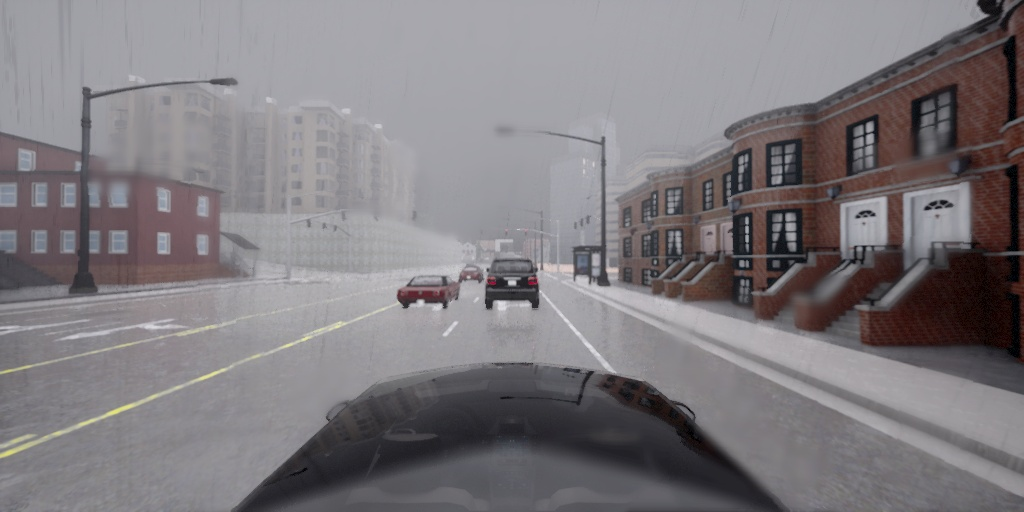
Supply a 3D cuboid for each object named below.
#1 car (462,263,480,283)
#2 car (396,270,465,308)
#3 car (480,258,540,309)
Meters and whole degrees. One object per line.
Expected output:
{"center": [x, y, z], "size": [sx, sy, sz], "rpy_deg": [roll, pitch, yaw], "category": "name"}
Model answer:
{"center": [-3.483, 1.566, 31.234], "size": [1.812, 1.442, 4.674], "rpy_deg": [0, 0, 0], "category": "car"}
{"center": [-3.490, 1.491, 15.950], "size": [1.895, 1.301, 4.718], "rpy_deg": [0, -1, 0], "category": "car"}
{"center": [0.009, 1.106, 15.868], "size": [2.150, 2.045, 5.566], "rpy_deg": [0, 0, 0], "category": "car"}
